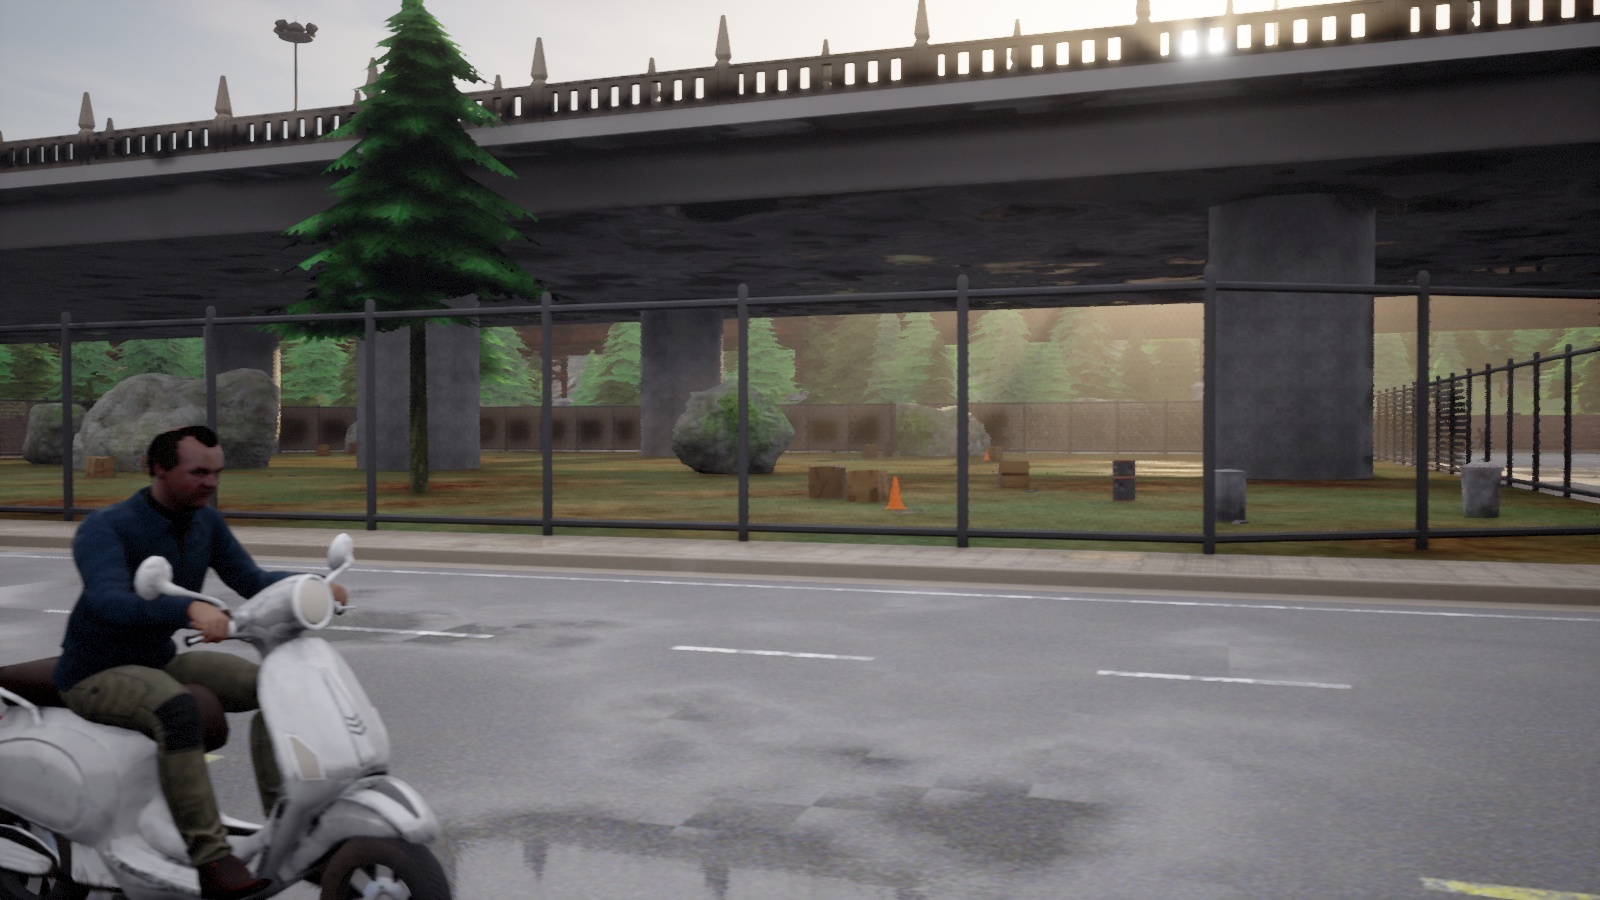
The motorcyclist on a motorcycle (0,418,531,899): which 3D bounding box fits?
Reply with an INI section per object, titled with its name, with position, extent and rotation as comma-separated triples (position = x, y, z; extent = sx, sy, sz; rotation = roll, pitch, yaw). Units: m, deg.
[motorcyclist on a motorcycle]
position = -1.847, 0.705, 3.814
extent = 1.817, 1.590, 0.866
rotation = 1, 1, 19
